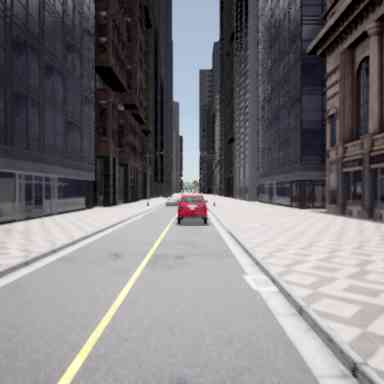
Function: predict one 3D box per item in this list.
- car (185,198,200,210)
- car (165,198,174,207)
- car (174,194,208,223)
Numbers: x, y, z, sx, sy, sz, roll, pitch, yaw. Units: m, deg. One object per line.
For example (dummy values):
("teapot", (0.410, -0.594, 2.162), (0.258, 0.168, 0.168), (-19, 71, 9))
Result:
("car", (0.081, 1.525, 43.412), (1.895, 1.301, 4.718), (0, 0, 0))
("car", (-3.077, 1.516, 50.518), (1.895, 1.301, 4.718), (0, 0, 0))
("car", (0.046, 1.175, 24.974), (2.150, 2.045, 5.566), (0, 0, 0))
